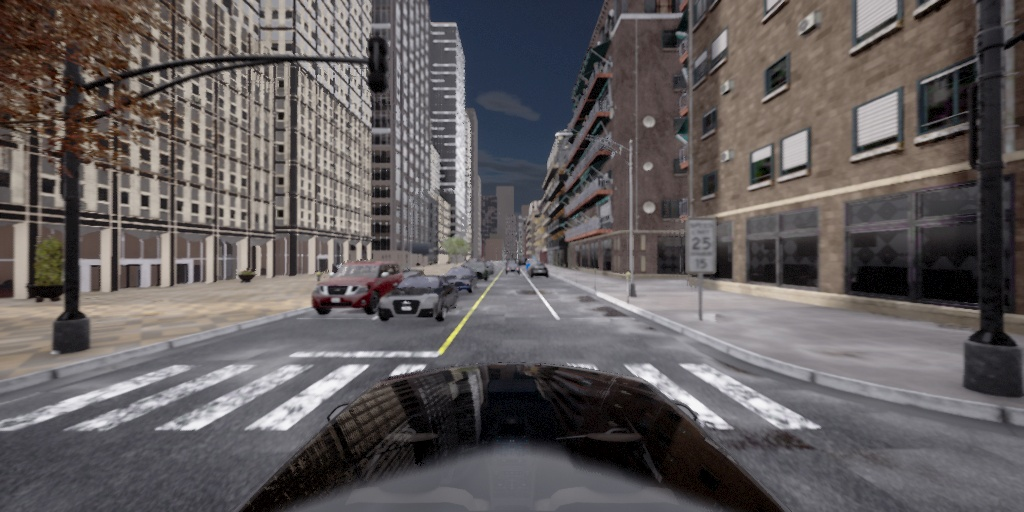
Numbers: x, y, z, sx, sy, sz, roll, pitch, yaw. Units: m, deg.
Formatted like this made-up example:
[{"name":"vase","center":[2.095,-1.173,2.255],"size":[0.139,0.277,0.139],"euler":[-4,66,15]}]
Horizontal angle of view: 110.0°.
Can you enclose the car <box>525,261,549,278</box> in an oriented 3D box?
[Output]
[{"name":"car","center":[2.682,1.469,36.178],"size":[1.948,1.339,4.313],"euler":[0,0,0]}]

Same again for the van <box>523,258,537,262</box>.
[{"name":"van","center":[2.679,1.299,47.224],"size":[1.690,1.789,3.998],"euler":[0,0,0]}]

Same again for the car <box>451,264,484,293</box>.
[{"name":"car","center":[-3.105,1.386,21.956],"size":[2.033,1.411,5.357],"euler":[0,0,0]}]

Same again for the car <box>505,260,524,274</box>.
[{"name":"car","center":[0.100,1.488,43.714],"size":[2.033,1.411,5.357],"euler":[0,0,0]}]

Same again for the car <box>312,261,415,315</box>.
[{"name":"car","center":[-5.695,1.118,14.086],"size":[2.192,1.841,5.009],"euler":[0,0,0]}]

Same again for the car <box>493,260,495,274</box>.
[{"name":"car","center":[-3.058,1.425,42.483],"size":[2.128,1.511,4.902],"euler":[0,0,0]}]

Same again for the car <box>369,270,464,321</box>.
[{"name":"car","center":[-3.094,1.361,12.571],"size":[1.994,1.385,4.181],"euler":[0,0,1]}]

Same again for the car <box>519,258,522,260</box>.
[{"name":"car","center":[-0.007,1.346,54.392],"size":[2.097,1.767,4.553],"euler":[0,0,0]}]

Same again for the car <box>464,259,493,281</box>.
[{"name":"car","center":[-3.096,1.236,32.106],"size":[2.097,1.767,4.553],"euler":[0,0,0]}]

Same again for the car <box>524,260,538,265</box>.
[{"name":"car","center":[2.681,1.456,41.871],"size":[1.751,1.417,4.829],"euler":[0,0,0]}]
